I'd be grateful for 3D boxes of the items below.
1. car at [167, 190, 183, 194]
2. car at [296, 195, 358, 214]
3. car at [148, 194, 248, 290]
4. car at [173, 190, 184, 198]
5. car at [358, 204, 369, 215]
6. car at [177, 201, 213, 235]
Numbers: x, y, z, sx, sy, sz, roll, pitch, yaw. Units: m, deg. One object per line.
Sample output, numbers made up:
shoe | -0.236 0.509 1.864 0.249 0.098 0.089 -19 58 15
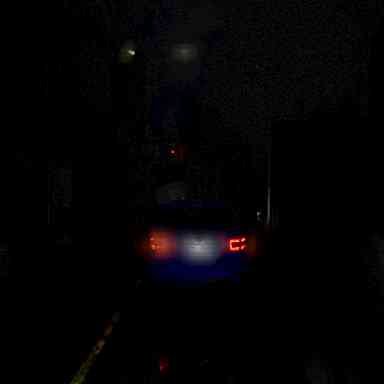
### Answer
car | -2.680 0.831 45.188 2.128 1.511 4.902 0 2 -1
car | 12.843 1.181 32.425 5.009 1.841 2.192 1 0 0
car | 0.117 1.195 9.124 2.150 2.045 5.566 0 0 0
car | -2.533 0.349 64.898 1.895 1.301 4.718 0 2 1
car | 18.241 1.524 32.414 4.206 1.307 1.802 1 0 0
car | 0.132 1.389 19.150 1.837 1.490 4.892 0 1 0
